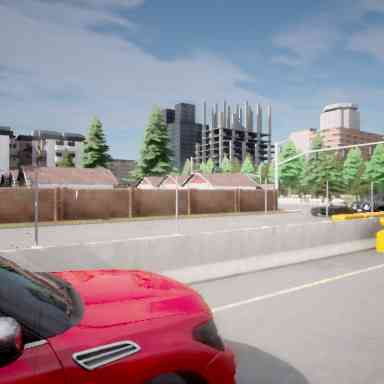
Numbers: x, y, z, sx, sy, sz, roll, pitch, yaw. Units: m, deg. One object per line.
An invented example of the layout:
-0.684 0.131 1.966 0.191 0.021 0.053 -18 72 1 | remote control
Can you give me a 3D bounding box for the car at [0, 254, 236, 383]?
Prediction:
-2.260 1.225 2.133 5.566 2.045 2.150 -1 0 -36 | car
